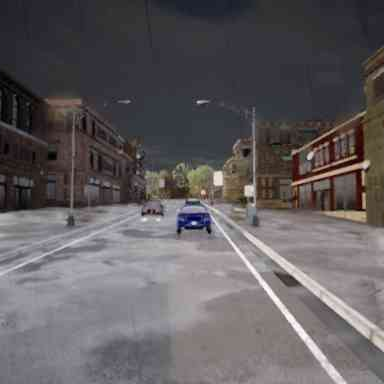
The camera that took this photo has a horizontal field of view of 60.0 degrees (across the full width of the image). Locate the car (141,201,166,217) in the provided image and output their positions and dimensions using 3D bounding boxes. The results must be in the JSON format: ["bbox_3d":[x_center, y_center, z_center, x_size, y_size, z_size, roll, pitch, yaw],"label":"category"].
[{"bbox_3d":[-3.573,1.561,31.286,1.994,1.385,4.181,0,0,0],"label":"car"}]

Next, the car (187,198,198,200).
[{"bbox_3d":[0.053,1.473,41.096,1.882,1.535,5.008,0,0,0],"label":"car"}]

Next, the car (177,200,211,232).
[{"bbox_3d":[0.106,1.477,19.919,1.882,1.535,5.008,0,0,0],"label":"car"}]
